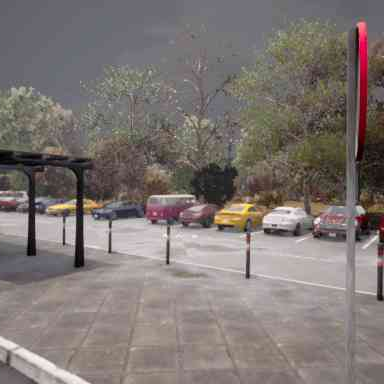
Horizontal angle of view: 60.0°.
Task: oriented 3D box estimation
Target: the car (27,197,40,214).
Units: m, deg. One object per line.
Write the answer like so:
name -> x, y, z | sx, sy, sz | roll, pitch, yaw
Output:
car -> -12.534, 1.330, 31.704 | 2.163, 1.488, 4.792 | 1, 0, 36

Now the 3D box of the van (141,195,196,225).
van -> -1.183, 1.199, 23.717 | 1.878, 1.987, 4.442 | 1, 0, 36

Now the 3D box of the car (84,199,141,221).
car -> -5.788, 1.405, 26.822 | 2.163, 1.488, 4.792 | 1, 0, 35

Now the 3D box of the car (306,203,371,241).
car -> 7.806, 1.402, 17.202 | 2.185, 1.767, 4.553 | 1, 0, 35

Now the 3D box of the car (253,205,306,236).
car -> 5.526, 1.542, 18.787 | 2.002, 1.452, 4.674 | 1, 0, 35

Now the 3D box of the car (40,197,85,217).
car -> -10.399, 1.322, 29.918 | 1.946, 1.575, 5.366 | 1, 0, 36

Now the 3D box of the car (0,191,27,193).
car -> -21.605, 0.949, 38.102 | 2.435, 2.045, 5.566 | 1, 0, 36

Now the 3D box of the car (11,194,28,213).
car -> -14.806, 1.276, 33.297 | 2.231, 1.521, 4.892 | 1, 0, 35

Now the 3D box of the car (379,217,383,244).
car -> 10.050, 1.553, 15.571 | 2.097, 1.535, 5.008 | 1, 0, 35

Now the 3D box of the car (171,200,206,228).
car -> 1.004, 1.491, 22.010 | 2.002, 1.452, 4.674 | 1, 0, 36

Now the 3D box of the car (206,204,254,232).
car -> 3.265, 1.476, 20.396 | 2.097, 1.535, 5.008 | 1, 0, 35

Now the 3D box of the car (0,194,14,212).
car -> -17.067, 1.250, 34.908 | 2.097, 1.535, 5.008 | 1, 0, 35
